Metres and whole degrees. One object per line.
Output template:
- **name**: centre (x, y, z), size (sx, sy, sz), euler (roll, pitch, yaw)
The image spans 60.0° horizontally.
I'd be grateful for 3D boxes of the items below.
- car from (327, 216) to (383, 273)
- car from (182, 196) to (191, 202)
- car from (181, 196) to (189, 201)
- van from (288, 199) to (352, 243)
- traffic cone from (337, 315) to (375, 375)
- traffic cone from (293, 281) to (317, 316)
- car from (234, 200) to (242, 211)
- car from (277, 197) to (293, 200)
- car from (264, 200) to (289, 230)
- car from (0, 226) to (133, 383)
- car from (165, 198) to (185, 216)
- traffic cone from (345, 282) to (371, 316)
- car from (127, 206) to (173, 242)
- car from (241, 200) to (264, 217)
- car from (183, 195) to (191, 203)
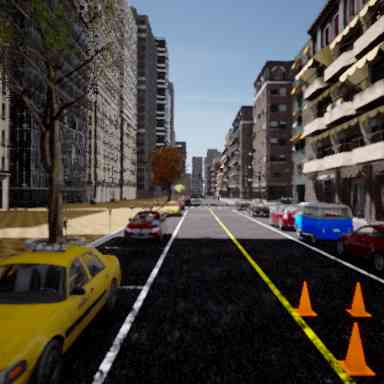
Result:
- **car**: centre (6.162, 1.659, 10.648), size (1.802, 1.307, 4.206), euler (1, 0, 1)
- **car**: centre (-1.329, 1.768, 81.854), size (1.947, 1.339, 4.313), euler (0, 0, 1)
- **car**: centre (-1.801, 1.625, 43.946), size (1.887, 1.381, 4.507), euler (1, 0, 1)
- **van**: centre (6.234, 1.431, 16.180), size (1.690, 1.788, 3.998), euler (1, 0, 1)
- **traffic cone**: centre (2.115, 1.983, 4.301), size (0.340, 0.580, 0.340), euler (1, 0, 1)
- **traffic cone**: centre (2.140, 1.987, 6.301), size (0.340, 0.580, 0.340), euler (1, 0, 1)
- **car**: centre (6.578, 1.707, 43.841), size (2.008, 1.369, 4.403), euler (1, 0, 1)
- **car**: centre (17.557, 1.652, 63.112), size (4.403, 1.369, 2.008), euler (0, 1, 0)
- **car**: centre (6.302, 1.542, 21.712), size (1.967, 1.590, 4.097), euler (1, 0, 1)
- **car**: centre (-2.288, 1.514, 5.051), size (1.752, 1.417, 4.829), euler (1, 0, 1)
- **car**: centre (-1.941, 1.577, 32.712), size (1.752, 1.417, 4.829), euler (1, 0, 1)
- **traffic cone**: centre (3.140, 1.996, 6.288), size (0.340, 0.580, 0.340), euler (1, 0, 1)
- **car**: centre (-2.148, 1.595, 16.286), size (1.802, 1.307, 4.206), euler (1, 0, 1)
- **car**: centre (6.439, 1.678, 32.776), size (2.008, 1.369, 4.403), euler (1, 0, 1)
- **car**: centre (-1.395, 1.498, 76.333), size (2.192, 1.841, 5.009), euler (0, 0, 1)
